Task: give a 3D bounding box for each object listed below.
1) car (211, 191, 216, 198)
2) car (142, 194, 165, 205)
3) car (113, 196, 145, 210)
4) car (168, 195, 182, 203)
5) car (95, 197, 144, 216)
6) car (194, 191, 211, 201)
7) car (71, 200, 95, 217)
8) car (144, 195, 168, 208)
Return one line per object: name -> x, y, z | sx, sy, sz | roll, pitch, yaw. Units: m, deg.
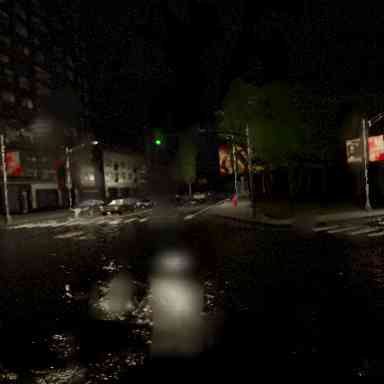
car -> 3.979, 0.490, 71.040 | 2.033, 1.411, 5.357 | -4, 0, 11
car -> -6.019, 1.219, 52.986 | 2.033, 1.411, 5.357 | -4, 0, 11
car -> -7.968, 1.397, 42.625 | 2.033, 1.411, 5.357 | -4, 0, 11
car -> -2.980, 1.085, 51.576 | 1.895, 1.301, 4.718 | -4, 0, 11
car -> -6.768, 1.391, 31.658 | 2.033, 1.411, 5.357 | -4, 0, 11
car -> 1.568, 0.765, 57.662 | 1.895, 1.301, 4.718 | -4, 0, 11
car -> -9.911, 1.531, 32.513 | 2.128, 1.511, 4.902 | -4, 0, 11
car -> -4.897, 1.138, 41.427 | 1.882, 1.535, 5.008 | -4, 0, 11
